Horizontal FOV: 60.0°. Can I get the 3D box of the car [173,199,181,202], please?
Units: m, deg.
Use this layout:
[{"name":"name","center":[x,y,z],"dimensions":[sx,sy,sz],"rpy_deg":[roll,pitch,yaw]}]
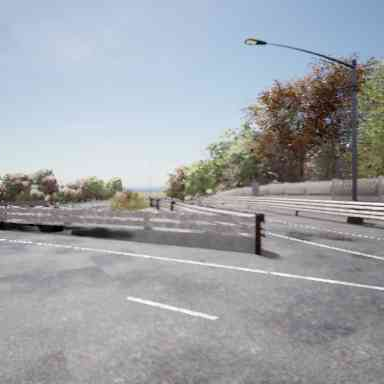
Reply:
[{"name":"car","center":[-3.308,2.240,67.402],"dimensions":[1.837,1.490,4.892],"rpy_deg":[0,-6,-7]}]
